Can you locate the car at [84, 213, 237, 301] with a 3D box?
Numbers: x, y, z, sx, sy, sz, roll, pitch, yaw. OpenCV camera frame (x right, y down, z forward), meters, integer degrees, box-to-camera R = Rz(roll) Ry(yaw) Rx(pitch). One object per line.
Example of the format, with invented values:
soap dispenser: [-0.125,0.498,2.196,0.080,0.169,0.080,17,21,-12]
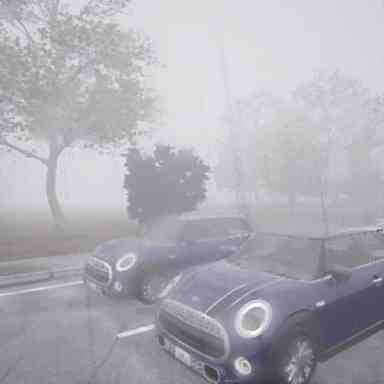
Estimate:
car: [-0.256,1.366,8.257,4.553,1.767,2.097,0,0,-37]

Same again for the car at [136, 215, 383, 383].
car: [1.680,1.360,5.332,4.553,1.767,2.097,0,0,-37]
